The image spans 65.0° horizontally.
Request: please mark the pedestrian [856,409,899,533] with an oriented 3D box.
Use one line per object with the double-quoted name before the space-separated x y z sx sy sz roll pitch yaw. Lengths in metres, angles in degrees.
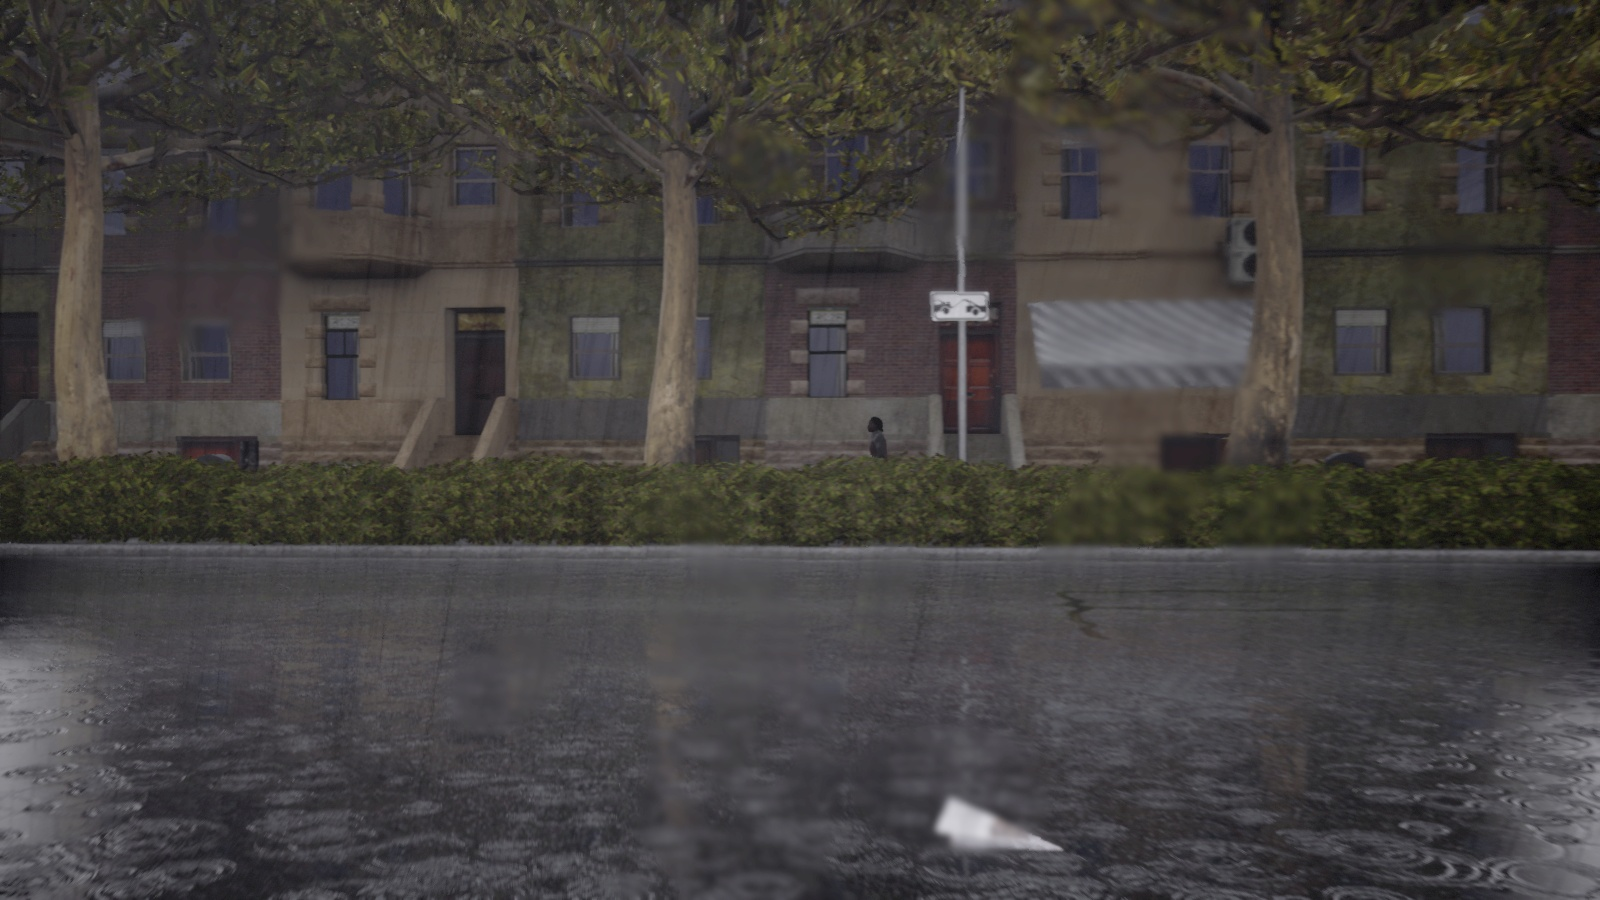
"pedestrian" 1.229 0.324 19.814 0.666 1.930 0.402 0 0 4
